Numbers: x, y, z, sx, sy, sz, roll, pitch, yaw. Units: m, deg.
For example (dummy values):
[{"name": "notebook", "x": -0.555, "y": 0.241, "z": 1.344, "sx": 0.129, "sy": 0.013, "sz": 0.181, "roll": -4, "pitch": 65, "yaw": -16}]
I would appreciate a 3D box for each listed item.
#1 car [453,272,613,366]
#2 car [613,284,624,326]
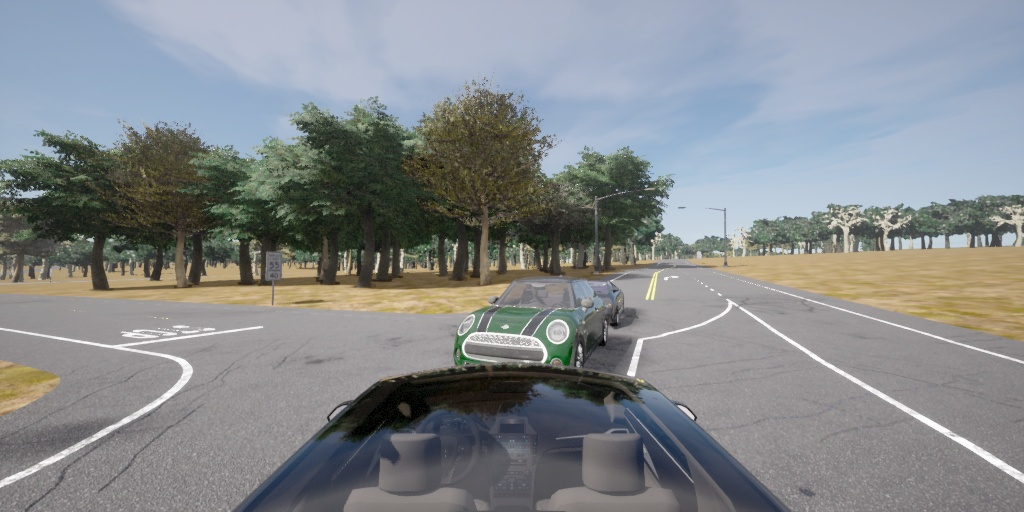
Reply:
[{"name": "car", "x": 0.676, "y": 1.223, "z": 7.478, "sx": 2.097, "sy": 1.767, "sz": 4.553, "roll": -1, "pitch": -2, "yaw": 22}, {"name": "car", "x": 2.897, "y": 1.555, "z": 12.912, "sx": 1.994, "sy": 1.385, "sz": 4.181, "roll": -2, "pitch": 0, "yaw": 22}]
